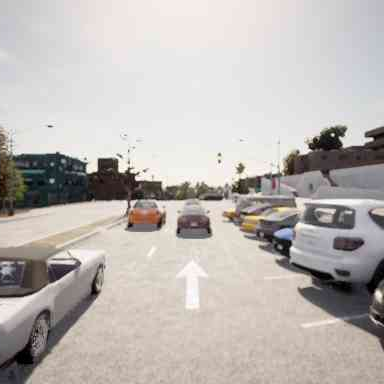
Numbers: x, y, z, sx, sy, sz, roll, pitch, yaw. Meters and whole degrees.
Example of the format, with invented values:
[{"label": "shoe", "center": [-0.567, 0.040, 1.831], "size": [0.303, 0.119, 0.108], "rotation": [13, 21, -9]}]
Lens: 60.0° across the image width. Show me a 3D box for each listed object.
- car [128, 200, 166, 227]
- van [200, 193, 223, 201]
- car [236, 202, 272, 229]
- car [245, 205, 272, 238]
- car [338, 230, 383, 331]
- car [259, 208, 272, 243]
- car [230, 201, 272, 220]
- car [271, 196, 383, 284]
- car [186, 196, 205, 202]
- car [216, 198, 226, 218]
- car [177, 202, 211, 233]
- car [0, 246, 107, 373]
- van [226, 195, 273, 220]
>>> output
[{"label": "car", "center": [-2.900, 1.322, 22.371], "size": [2.097, 1.767, 4.553], "rotation": [0, 0, 0]}, {"label": "van", "center": [4.962, 1.191, 78.280], "size": [4.442, 1.987, 1.878], "rotation": [1, -1, -20]}, {"label": "car", "center": [5.243, 1.459, 17.155], "size": [5.366, 1.575, 1.946], "rotation": [1, 0, -20]}, {"label": "car", "center": [5.063, 1.462, 14.107], "size": [4.892, 1.521, 2.231], "rotation": [1, 0, -20]}, {"label": "car", "center": [5.080, 1.476, 5.156], "size": [4.892, 1.521, 2.231], "rotation": [1, 0, -20]}, {"label": "car", "center": [5.076, 1.463, 11.122], "size": [5.008, 1.535, 2.097], "rotation": [1, 0, -20]}, {"label": "car", "center": [5.095, 1.491, 20.084], "size": [4.792, 1.488, 2.163], "rotation": [1, 0, -20]}, {"label": "car", "center": [5.099, 1.216, 8.157], "size": [5.566, 2.045, 2.435], "rotation": [1, 0, -20]}, {"label": "car", "center": [0.101, 1.498, 35.361], "size": [1.812, 1.442, 4.674], "rotation": [0, 0, 0]}, {"label": "car", "center": [4.897, 1.457, 25.970], "size": [5.366, 1.575, 1.946], "rotation": [1, 0, -20]}, {"label": "car", "center": [0.098, 1.495, 19.284], "size": [1.812, 1.442, 4.674], "rotation": [0, 0, 0]}, {"label": "car", "center": [-2.900, 1.582, 5.718], "size": [1.895, 1.301, 4.718], "rotation": [0, 0, 0]}, {"label": "van", "center": [4.964, 1.234, 23.011], "size": [4.442, 1.987, 1.878], "rotation": [1, 0, -20]}]
